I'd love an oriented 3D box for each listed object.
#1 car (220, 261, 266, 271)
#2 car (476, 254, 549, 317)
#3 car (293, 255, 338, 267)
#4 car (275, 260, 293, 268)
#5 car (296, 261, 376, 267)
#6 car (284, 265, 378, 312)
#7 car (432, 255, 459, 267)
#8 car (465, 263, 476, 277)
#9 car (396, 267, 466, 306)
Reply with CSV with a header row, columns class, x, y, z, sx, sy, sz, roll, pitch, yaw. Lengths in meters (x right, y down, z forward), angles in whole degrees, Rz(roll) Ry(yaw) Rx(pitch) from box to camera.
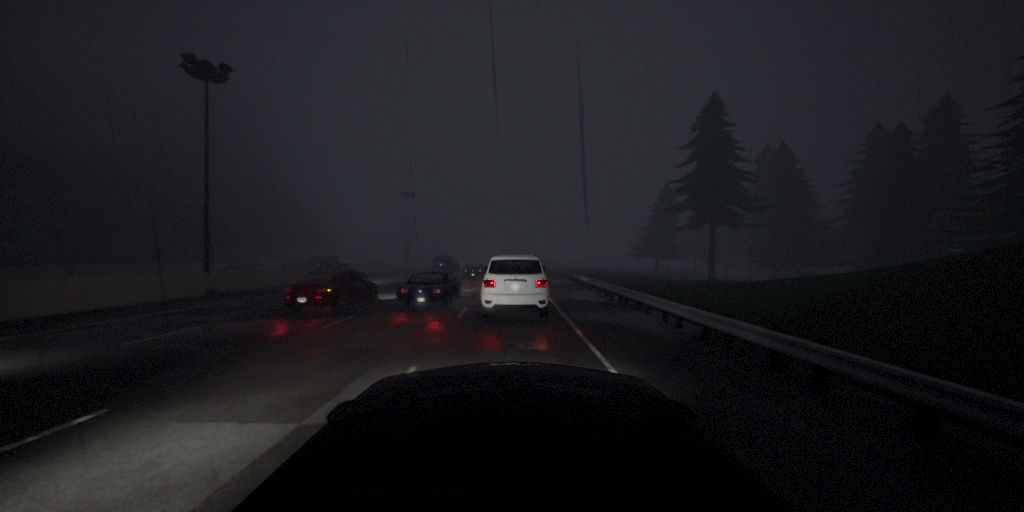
class,x,y,z,sx,sy,sz,roll,pitch,yaw
car,-31.582,1.279,42.374,2.033,1.411,5.357,0,0,0
car,0.101,0.967,13.238,2.150,2.045,5.566,0,0,0
car,-21.093,0.954,39.453,2.150,2.045,5.566,0,0,0
car,-24.589,1.236,40.437,1.837,1.490,4.892,0,0,0
car,-10.401,1.233,21.697,2.128,1.511,4.902,0,0,0
car,-6.900,1.270,14.088,1.812,1.442,4.674,0,0,0
car,-6.901,0.956,37.528,2.150,2.045,5.566,0,0,0
car,-3.401,1.337,33.535,1.895,1.301,4.718,0,0,0
car,-3.400,1.345,15.640,1.895,1.301,4.718,0,0,0
